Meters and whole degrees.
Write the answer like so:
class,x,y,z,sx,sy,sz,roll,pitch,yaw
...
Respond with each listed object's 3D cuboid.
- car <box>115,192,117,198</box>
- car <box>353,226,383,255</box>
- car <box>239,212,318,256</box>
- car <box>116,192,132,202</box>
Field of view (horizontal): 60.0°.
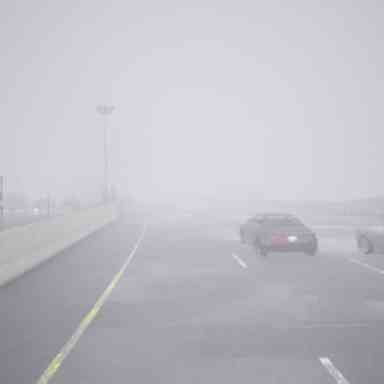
class,x,y,z,sx,sy,sz,roll,pitch,yaw
car,-18.949,0.775,81.901,2.097,1.767,4.553,-1,0,-27
car,6.803,1.469,9.808,1.895,1.301,4.718,-1,0,-3
car,3.089,1.444,12.654,1.994,1.385,4.181,-1,0,-4
car,-12.770,1.120,64.185,1.882,1.535,5.008,-1,0,-20
